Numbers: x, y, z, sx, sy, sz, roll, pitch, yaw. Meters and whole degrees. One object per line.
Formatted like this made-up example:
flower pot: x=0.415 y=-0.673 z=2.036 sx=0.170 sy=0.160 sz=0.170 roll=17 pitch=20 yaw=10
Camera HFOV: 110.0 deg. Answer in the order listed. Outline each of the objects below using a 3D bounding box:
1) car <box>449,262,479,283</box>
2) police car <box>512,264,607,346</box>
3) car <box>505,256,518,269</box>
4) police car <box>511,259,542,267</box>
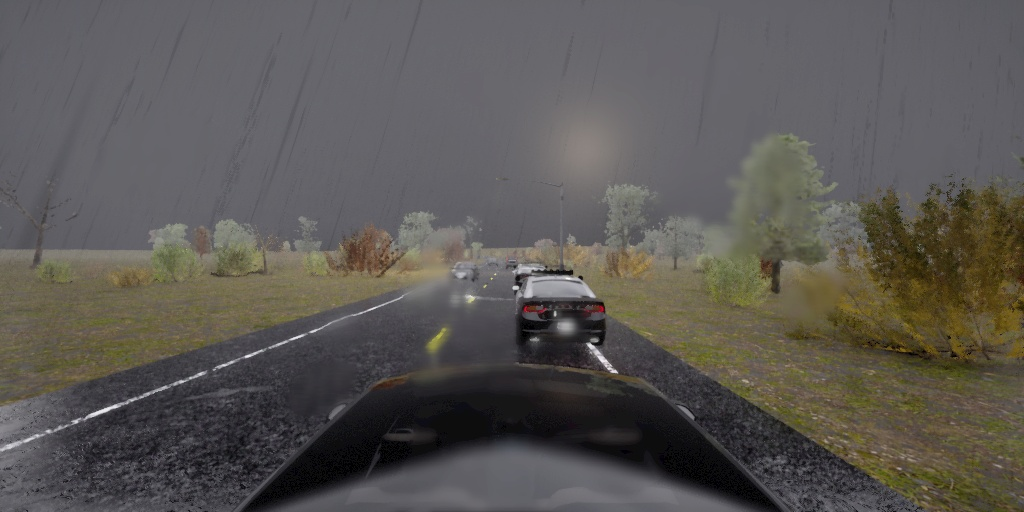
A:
car: x=-3.606 y=1.212 z=27.781 sx=2.128 sy=1.511 sz=4.902 roll=0 pitch=0 yaw=0
police car: x=1.049 y=1.170 z=9.555 sx=1.930 sy=1.638 sz=5.238 roll=0 pitch=0 yaw=0
car: x=0.046 y=1.166 z=52.623 sx=1.837 sy=1.490 sz=4.892 roll=0 pitch=0 yaw=0
police car: x=1.046 y=1.159 z=19.557 sx=1.930 sy=1.638 sz=5.238 roll=0 pitch=0 yaw=0
